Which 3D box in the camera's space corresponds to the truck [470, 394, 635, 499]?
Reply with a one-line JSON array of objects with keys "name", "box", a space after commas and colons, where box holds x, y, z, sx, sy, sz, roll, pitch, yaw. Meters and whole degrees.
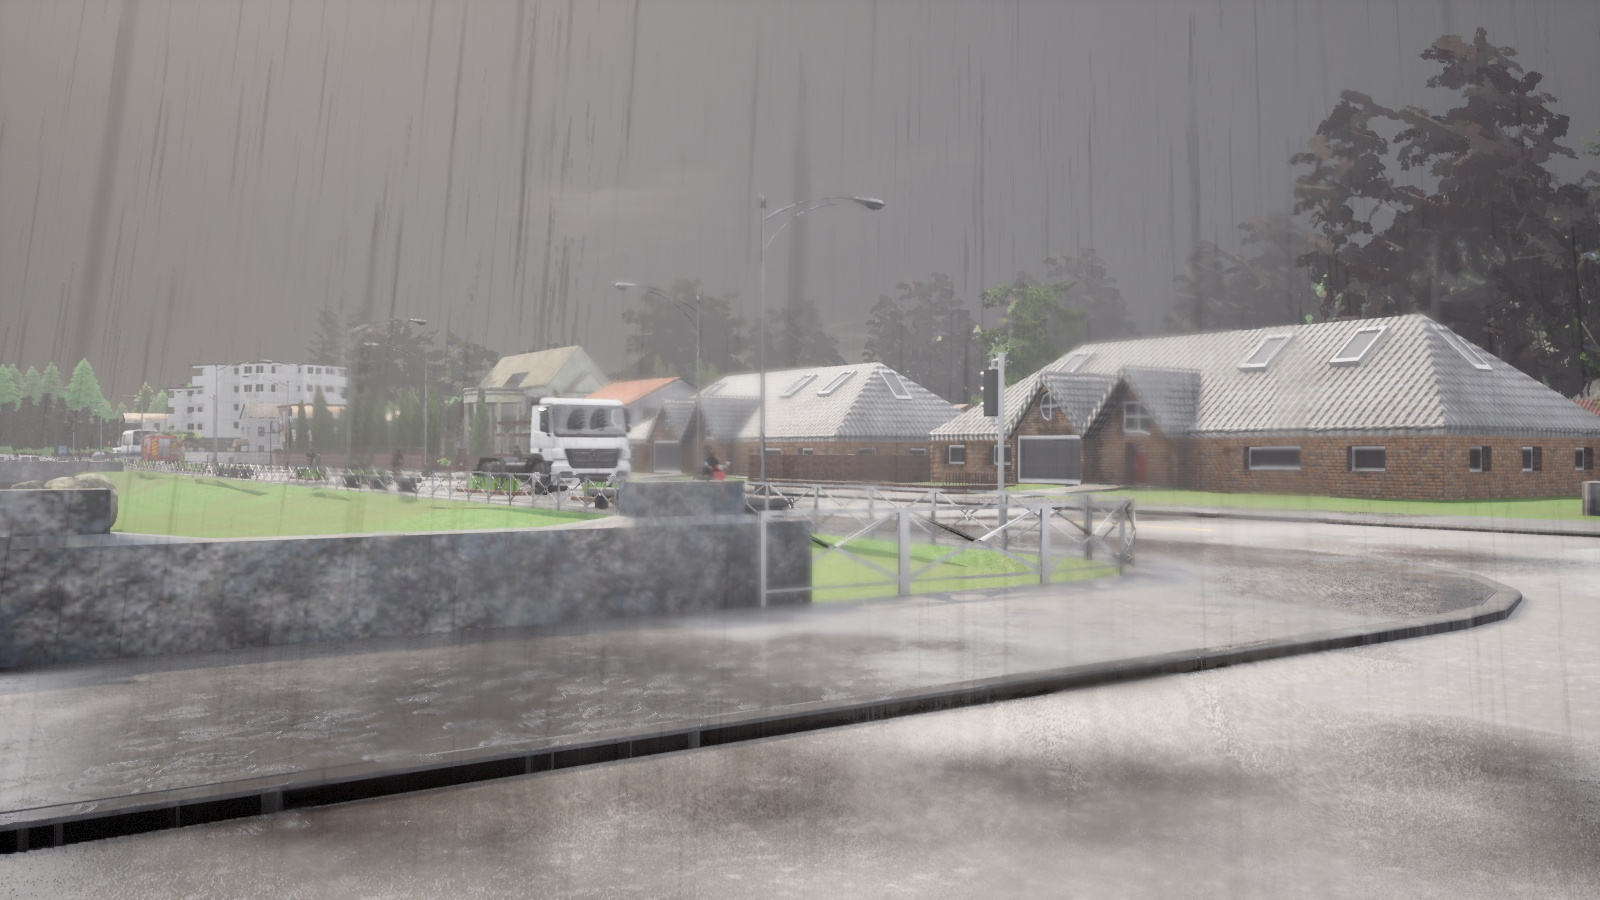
[{"name": "truck", "box": [-9.100, -0.107, 45.376, 2.891, 3.462, 7.936, 0, 0, -35]}]

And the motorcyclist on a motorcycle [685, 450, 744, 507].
[{"name": "motorcyclist on a motorcycle", "box": [-2.438, 0.791, 35.807, 0.866, 1.590, 1.817, 0, 0, -35]}]
